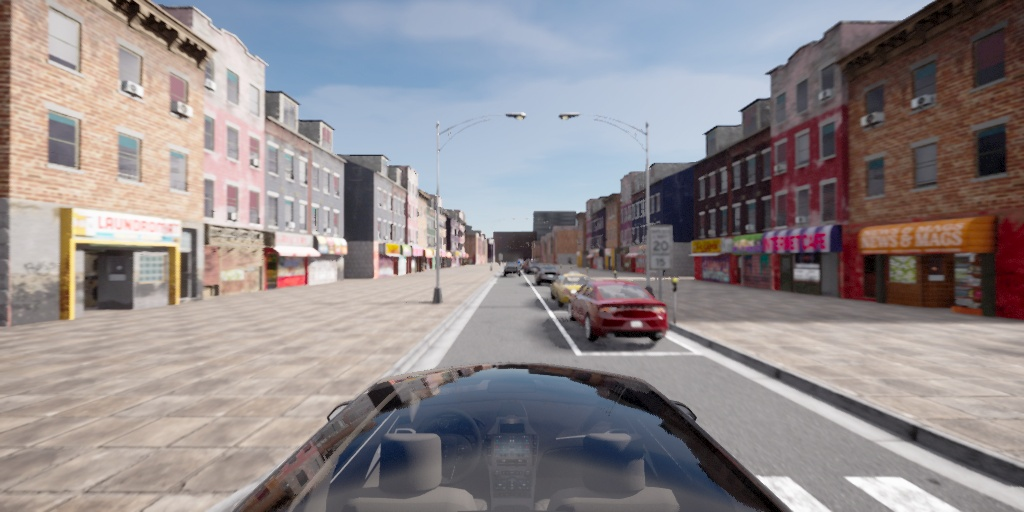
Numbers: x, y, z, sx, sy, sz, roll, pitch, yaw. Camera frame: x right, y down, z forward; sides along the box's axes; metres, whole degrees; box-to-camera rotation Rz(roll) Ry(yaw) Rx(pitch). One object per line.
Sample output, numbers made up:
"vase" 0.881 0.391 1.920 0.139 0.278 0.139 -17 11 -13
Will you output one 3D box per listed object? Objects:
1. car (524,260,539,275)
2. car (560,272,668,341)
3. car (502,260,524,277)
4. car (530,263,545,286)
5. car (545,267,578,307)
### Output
"car" 2.655 1.561 43.907 1.948 1.339 4.313 0 0 0
"car" 2.640 1.323 9.832 1.888 1.381 4.507 0 0 0
"car" 0.014 1.470 39.139 1.837 1.490 4.892 0 0 0
"car" 2.648 1.441 26.870 1.948 1.339 4.313 0 0 0
"car" 2.643 1.333 15.681 1.751 1.417 4.829 0 0 0
